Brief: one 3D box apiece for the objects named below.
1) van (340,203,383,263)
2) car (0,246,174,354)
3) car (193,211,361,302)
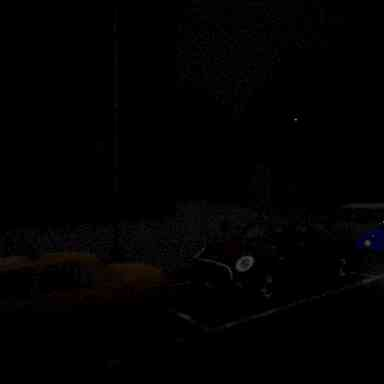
[{"bbox_3d":[6.400,1.255,11.213,3.998,1.788,1.690,-1,0,-35],"label":"van"},{"bbox_3d":[-2.591,1.521,4.801,4.829,1.417,1.752,-1,0,-35],"label":"car"},{"bbox_3d":[1.974,1.394,8.056,4.097,1.590,1.967,-1,0,-35],"label":"car"}]
